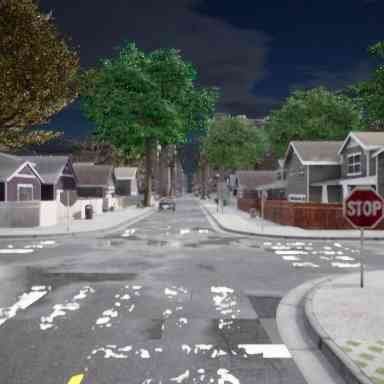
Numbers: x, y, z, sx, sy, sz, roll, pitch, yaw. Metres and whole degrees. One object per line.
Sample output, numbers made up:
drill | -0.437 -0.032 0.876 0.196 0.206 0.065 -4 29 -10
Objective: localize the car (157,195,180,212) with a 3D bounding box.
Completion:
car | -2.879 1.496 38.615 2.128 1.511 4.902 0 0 0
